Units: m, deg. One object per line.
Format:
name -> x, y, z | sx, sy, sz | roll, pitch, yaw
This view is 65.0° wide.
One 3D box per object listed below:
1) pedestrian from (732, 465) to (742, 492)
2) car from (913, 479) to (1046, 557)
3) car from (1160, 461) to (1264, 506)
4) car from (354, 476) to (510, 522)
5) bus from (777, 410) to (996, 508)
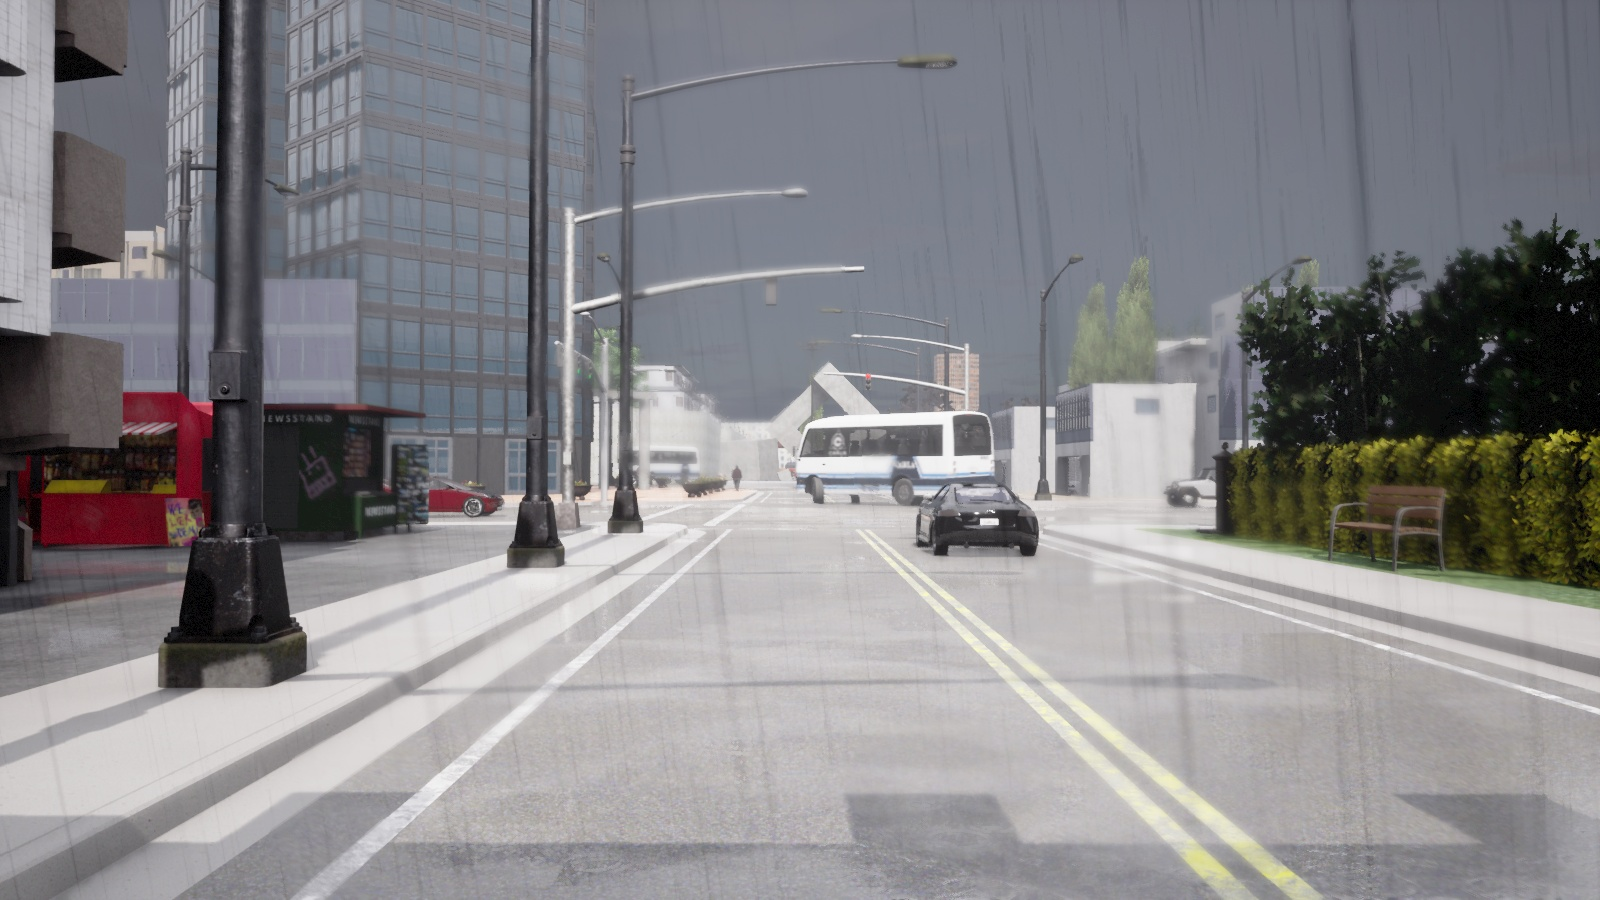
pedestrian -> -4.323, 1.948, 86.659 | 0.634, 1.844, 0.899 | 0, -1, -1
car -> 3.437, 1.280, 24.800 | 1.994, 1.385, 4.181 | 0, -1, 0
car -> 17.901, 1.438, 54.696 | 3.866, 1.878, 1.905 | -1, -1, -1
car -> -12.781, 1.706, 43.870 | 4.792, 1.488, 2.163 | -1, -1, -1
bus -> 3.887, 0.423, 59.371 | 3.944, 4.253, 10.273 | -2, 0, -44
